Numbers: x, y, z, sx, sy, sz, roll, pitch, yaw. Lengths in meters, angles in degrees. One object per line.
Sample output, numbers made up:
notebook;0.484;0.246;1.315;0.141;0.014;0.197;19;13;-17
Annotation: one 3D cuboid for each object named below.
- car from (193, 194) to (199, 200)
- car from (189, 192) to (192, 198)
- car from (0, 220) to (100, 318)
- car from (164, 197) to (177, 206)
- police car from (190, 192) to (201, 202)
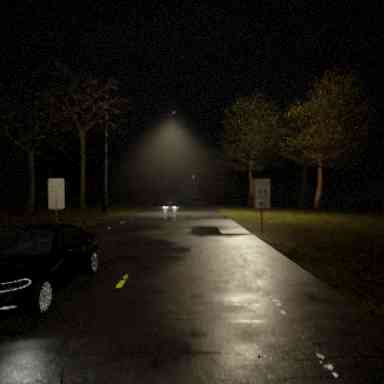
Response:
car;1.069;1.412;91.911;1.837;1.490;4.892;0;1;0
car;1.068;1.197;85.937;2.150;2.045;5.566;0;1;0
car;-3.599;1.488;7.689;1.882;1.535;5.008;0;0;0
car;-3.547;1.606;54.850;1.812;1.442;4.674;0;0;0
police car;1.066;1.475;76.022;1.930;1.638;5.238;0;0;0
